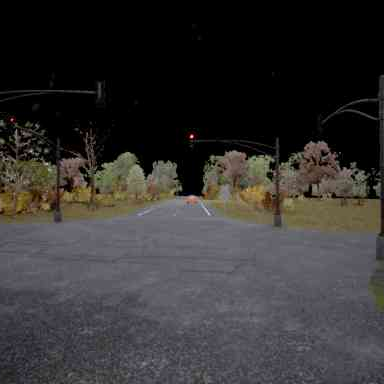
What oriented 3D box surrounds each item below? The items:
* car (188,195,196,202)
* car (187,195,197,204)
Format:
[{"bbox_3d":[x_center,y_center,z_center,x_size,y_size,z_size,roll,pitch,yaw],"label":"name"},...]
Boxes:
[{"bbox_3d":[0.020,1.449,78.014,1.812,1.442,4.674,0,0,0],"label":"car"},{"bbox_3d":[0.018,1.424,67.978,2.097,1.767,4.553,0,0,0],"label":"car"}]
